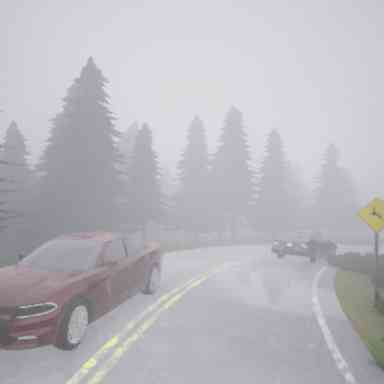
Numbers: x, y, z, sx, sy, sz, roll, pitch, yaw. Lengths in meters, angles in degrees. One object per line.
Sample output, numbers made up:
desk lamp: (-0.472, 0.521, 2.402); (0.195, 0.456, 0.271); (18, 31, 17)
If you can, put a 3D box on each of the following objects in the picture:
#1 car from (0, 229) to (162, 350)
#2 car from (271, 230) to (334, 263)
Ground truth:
car: (-2.155, 1.584, 6.717); (1.882, 1.535, 5.008); (0, -2, 15)
car: (5.710, 2.611, 16.568); (2.033, 1.411, 5.357); (1, -5, 36)
